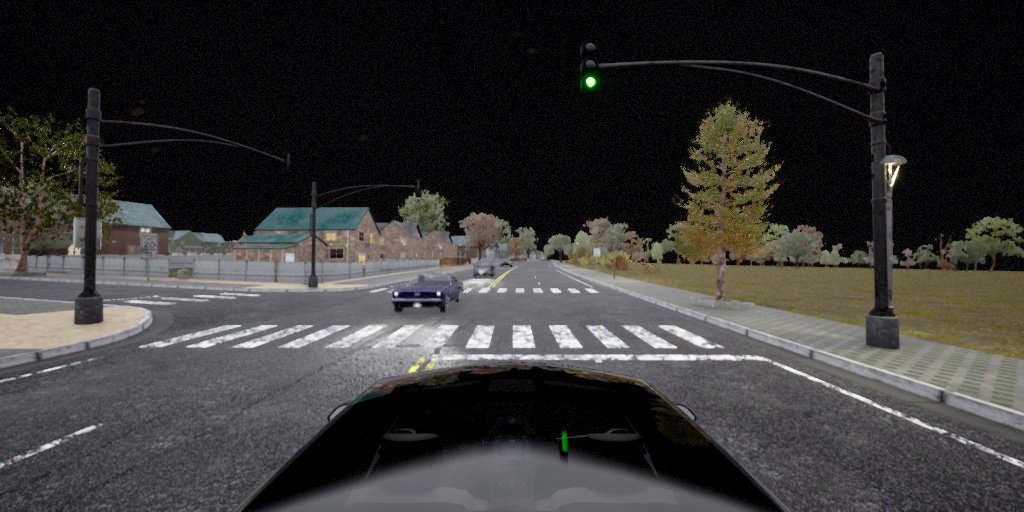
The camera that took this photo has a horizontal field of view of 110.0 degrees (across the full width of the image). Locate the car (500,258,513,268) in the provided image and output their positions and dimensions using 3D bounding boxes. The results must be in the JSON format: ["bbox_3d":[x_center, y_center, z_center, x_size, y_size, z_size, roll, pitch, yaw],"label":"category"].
[{"bbox_3d":[-1.012,1.116,64.175,2.097,1.767,4.553,0,0,4],"label":"car"}]

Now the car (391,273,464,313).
[{"bbox_3d":[-3.144,1.351,14.180,1.895,1.301,4.718,0,0,1],"label":"car"}]

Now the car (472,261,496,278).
[{"bbox_3d":[-2.607,1.257,34.420,2.128,1.511,4.902,0,0,2],"label":"car"}]
